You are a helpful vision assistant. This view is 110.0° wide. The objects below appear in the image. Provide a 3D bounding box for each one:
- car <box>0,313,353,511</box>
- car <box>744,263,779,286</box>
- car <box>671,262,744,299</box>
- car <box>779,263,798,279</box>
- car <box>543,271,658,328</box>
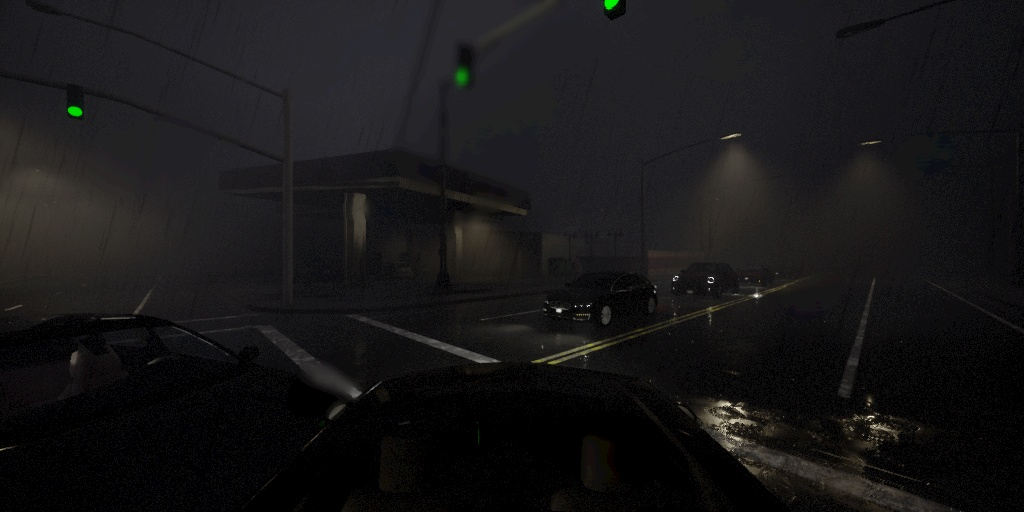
[{"bbox_3d":[-3.390,1.242,2.647,4.902,1.511,2.128,0,0,16],"label":"car"},{"bbox_3d":[16.947,1.314,25.181,1.994,1.385,4.181,0,0,45],"label":"car"},{"bbox_3d":[9.938,1.102,18.353,4.553,1.767,2.097,0,0,-44],"label":"car"},{"bbox_3d":[24.163,1.314,32.149,4.181,1.385,1.994,0,0,-44],"label":"car"},{"bbox_3d":[3.018,1.255,11.590,4.892,1.490,1.837,0,0,-45],"label":"car"}]
